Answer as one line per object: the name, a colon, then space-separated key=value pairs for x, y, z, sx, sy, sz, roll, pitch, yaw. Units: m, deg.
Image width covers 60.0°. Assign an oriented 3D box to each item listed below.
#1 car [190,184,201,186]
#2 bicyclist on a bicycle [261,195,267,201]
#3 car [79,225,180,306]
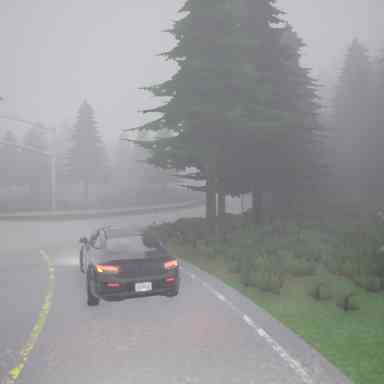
car: x=0.647 y=-1.747 z=69.712 sx=1.994 sy=1.385 sz=4.181 roll=0 pitch=5 yaw=-5
bicyclist on a bicycle: x=6.342 y=0.894 z=30.365 sx=1.656 sy=1.620 sz=0.582 roll=-13 pitch=-4 yaw=35
car: x=-1.674 y=1.526 z=8.095 sx=1.812 sy=1.442 sz=4.674 roll=0 pitch=0 yaw=-21
